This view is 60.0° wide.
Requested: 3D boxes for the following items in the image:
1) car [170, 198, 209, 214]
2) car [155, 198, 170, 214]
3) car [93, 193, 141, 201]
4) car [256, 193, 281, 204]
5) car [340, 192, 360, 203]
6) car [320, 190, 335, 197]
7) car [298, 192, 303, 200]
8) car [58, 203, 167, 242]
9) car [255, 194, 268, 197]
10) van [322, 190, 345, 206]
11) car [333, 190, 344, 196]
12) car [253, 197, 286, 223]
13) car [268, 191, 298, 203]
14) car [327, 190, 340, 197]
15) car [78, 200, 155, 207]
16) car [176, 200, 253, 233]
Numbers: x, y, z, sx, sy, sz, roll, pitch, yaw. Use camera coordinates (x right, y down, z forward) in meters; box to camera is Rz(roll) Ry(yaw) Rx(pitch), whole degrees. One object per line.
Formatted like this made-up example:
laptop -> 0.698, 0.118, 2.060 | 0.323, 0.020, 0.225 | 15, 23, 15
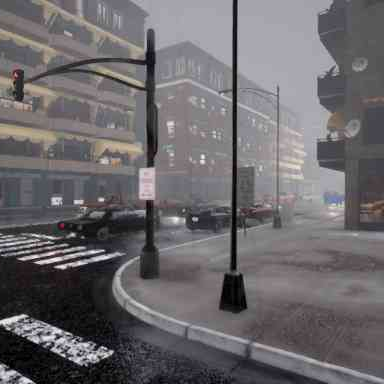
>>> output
car -> 0.484, 1.203, 26.873 | 1.994, 1.385, 4.181 | 1, 1, 34
car -> -2.278, 1.180, 27.412 | 1.887, 1.381, 4.507 | 2, 2, 35
car -> -5.480, 1.031, 22.850 | 2.192, 1.841, 5.009 | 2, 2, 35
car -> 10.541, 0.880, 45.638 | 1.947, 1.339, 4.313 | 2, 2, 35
car -> 23.782, 0.763, 49.897 | 1.887, 1.381, 4.507 | 2, 2, 35
car -> 29.769, 0.378, 72.976 | 1.887, 1.381, 4.507 | 2, 2, 35
car -> 16.950, 0.719, 54.750 | 1.947, 1.339, 4.313 | 2, 2, 35
car -> -3.583, 1.431, 15.456 | 1.895, 1.301, 4.718 | 1, 1, 37
car -> 5.736, 1.012, 34.309 | 1.837, 1.490, 4.892 | 1, 1, 35
van -> 17.375, 0.721, 40.780 | 1.690, 1.788, 3.998 | 2, 2, 35
car -> 36.178, 0.255, 82.089 | 1.802, 1.307, 4.206 | 2, 2, 35
car -> 4.553, 1.283, 22.560 | 1.802, 1.307, 4.206 | 2, 2, 35
car -> 11.440, 0.717, 42.371 | 2.097, 1.767, 4.553 | 1, 1, 36
car -> 32.973, 0.335, 77.532 | 1.802, 1.307, 4.206 | 2, 2, 35
car -> -4.609, 1.368, 19.607 | 1.895, 1.301, 4.718 | 1, 1, 35
car -> 1.349, 1.348, 18.003 | 1.947, 1.339, 4.313 | 2, 2, 35
